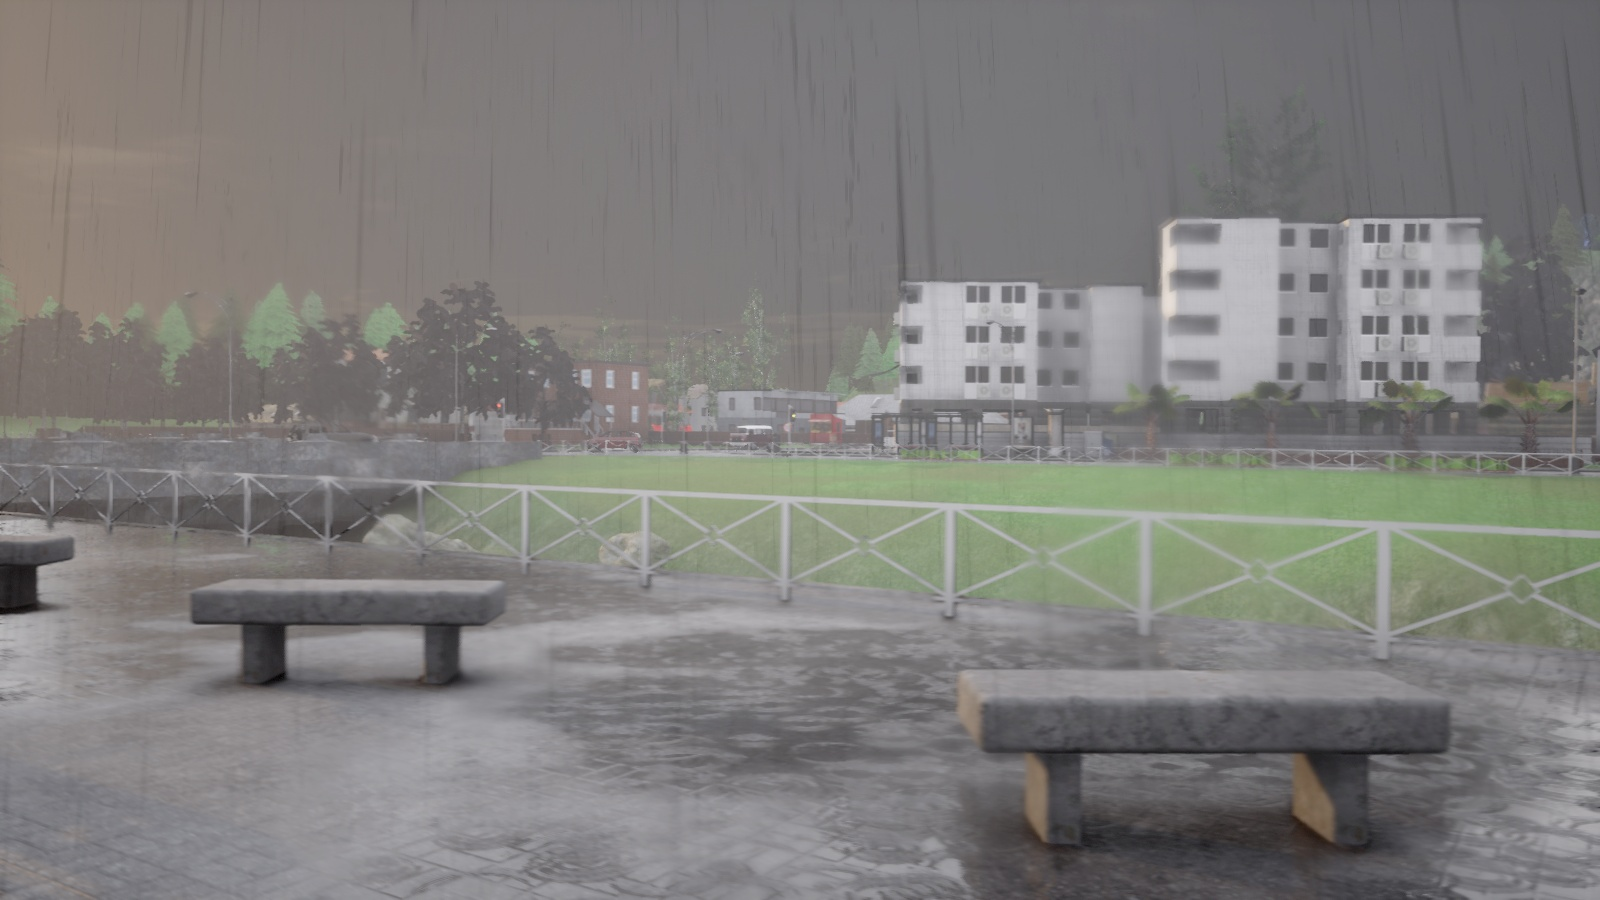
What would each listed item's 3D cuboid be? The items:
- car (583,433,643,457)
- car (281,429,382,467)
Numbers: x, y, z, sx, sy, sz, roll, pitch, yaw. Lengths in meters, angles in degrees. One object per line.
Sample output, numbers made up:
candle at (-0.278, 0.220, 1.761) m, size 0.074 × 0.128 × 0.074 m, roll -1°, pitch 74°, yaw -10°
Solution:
car at (-12.428, -0.318, 83.535) m, size 3.705 × 1.549 × 1.789 m, roll 0°, pitch 0°, yaw 0°
car at (-24.153, -0.119, 64.925) m, size 1.932 × 1.855 × 4.605 m, roll 0°, pitch 1°, yaw 35°
